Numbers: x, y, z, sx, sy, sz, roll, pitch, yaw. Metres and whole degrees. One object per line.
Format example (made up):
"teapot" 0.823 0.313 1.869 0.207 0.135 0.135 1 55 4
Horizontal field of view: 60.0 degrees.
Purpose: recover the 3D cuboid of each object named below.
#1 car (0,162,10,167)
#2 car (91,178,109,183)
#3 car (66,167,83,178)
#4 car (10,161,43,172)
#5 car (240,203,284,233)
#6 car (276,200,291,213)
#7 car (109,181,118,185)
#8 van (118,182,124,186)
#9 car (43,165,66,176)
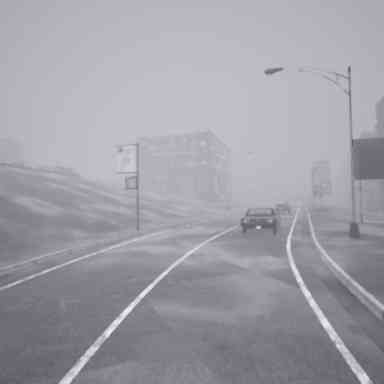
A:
"car" -20.885 -2.840 32.919 2.002 1.452 4.674 -1 -2 11
"car" -17.275 -1.681 60.358 2.002 1.452 4.674 -1 -3 5
"car" -18.361 -2.505 49.392 2.435 2.045 5.566 -1 -2 8
"car" -19.950 -2.697 38.257 2.231 1.521 4.892 -1 -2 10
"car" 4.072 1.539 19.216 1.895 1.301 4.718 -1 -1 18
"car" 10.501 1.656 38.720 1.812 1.442 4.674 -1 -1 19
"car" -16.889 -1.379 65.878 2.002 1.452 4.674 -1 -3 4
"van" -16.580 -1.310 71.547 1.878 1.987 4.442 -1 -3 3
"car" -19.103 -2.613 43.830 2.185 1.767 4.553 -1 -2 9
